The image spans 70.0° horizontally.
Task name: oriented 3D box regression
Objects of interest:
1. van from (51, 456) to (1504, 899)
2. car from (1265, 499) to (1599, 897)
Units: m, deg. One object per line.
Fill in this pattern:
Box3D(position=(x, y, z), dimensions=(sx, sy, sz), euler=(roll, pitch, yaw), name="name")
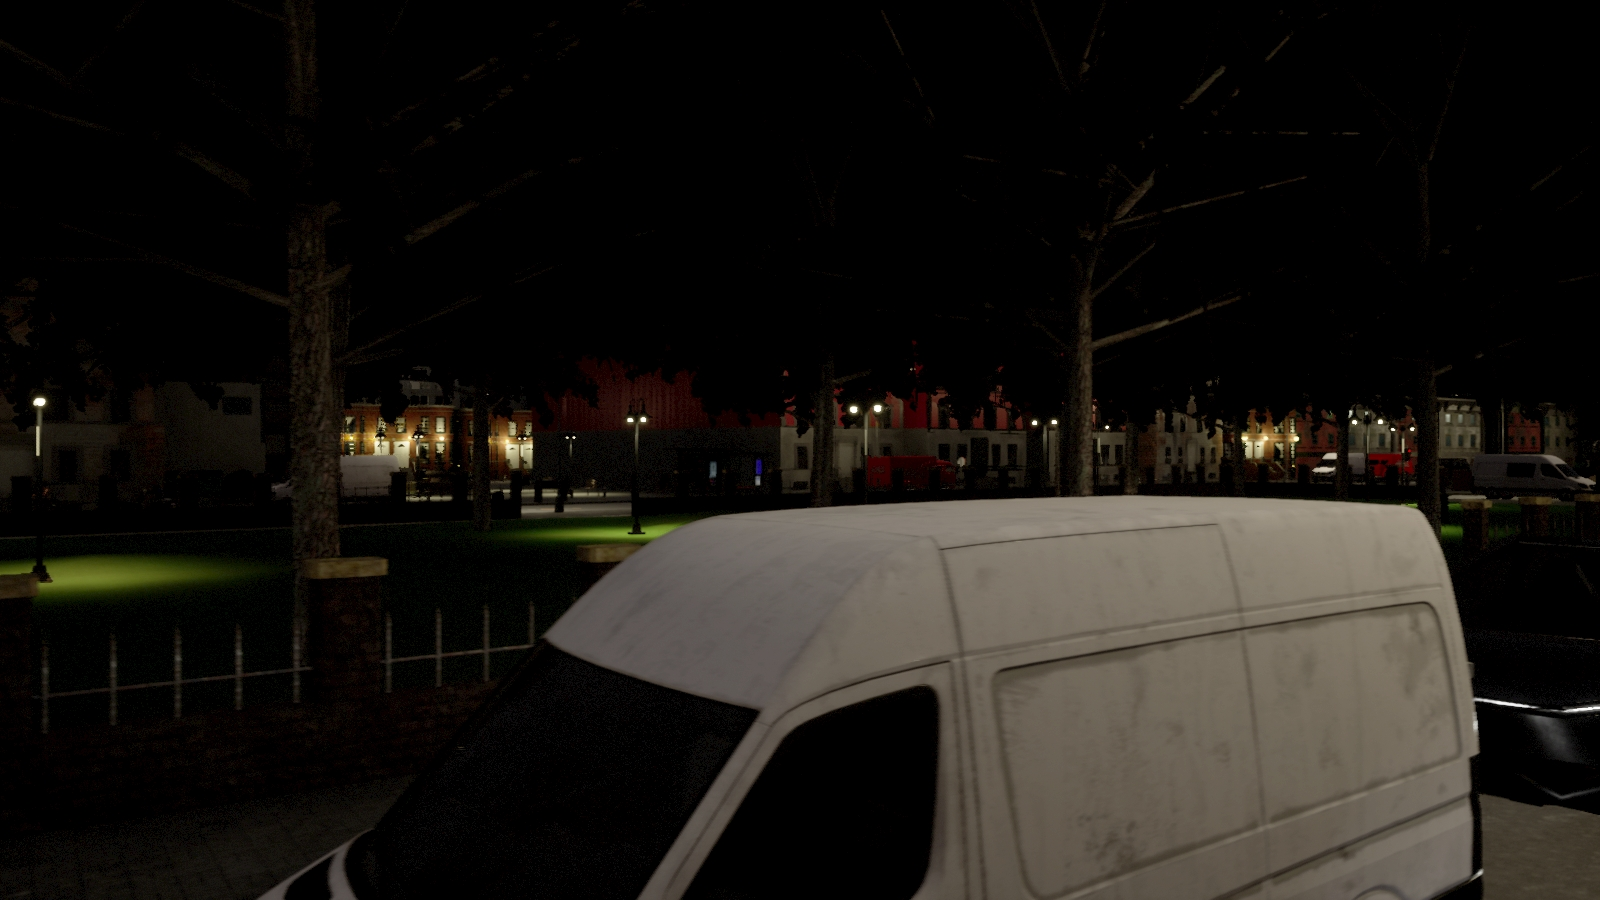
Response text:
Box3D(position=(0.468, 1.315, 4.735), dimensions=(5.915, 2.561, 1.988), euler=(0, 0, -35), name="van")
Box3D(position=(6.740, 1.533, 9.116), dimensions=(6.274, 2.098, 2.390), euler=(0, 0, -32), name="car")
